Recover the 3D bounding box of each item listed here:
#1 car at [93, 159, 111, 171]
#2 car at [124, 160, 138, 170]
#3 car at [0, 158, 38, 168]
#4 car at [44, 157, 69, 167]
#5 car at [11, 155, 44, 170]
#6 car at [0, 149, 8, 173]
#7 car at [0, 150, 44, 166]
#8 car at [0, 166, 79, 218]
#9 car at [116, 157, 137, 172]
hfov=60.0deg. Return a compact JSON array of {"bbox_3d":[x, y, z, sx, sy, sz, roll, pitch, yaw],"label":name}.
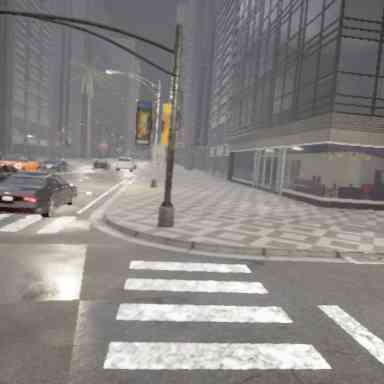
[{"bbox_3d":[-12.758,-3.909,47.332,1.882,1.535,5.008,4,5,-6],"label":"car"},{"bbox_3d":[-10.629,-4.740,57.952,1.882,1.535,5.008,4,5,-6],"label":"car"},{"bbox_3d":[-9.294,-0.668,15.772,1.837,1.490,4.892,4,6,-6],"label":"car"},{"bbox_3d":[-14.858,-3.035,36.428,2.128,1.511,4.902,4,5,-6],"label":"car"},{"bbox_3d":[-18.178,-3.294,36.951,1.812,1.442,4.674,4,5,-6],"label":"car"},{"bbox_3d":[-17.131,-2.562,26.677,2.150,2.045,5.566,4,5,-6],"label":"car"},{"bbox_3d":[-13.854,-2.166,26.436,2.097,1.767,4.553,4,5,-6],"label":"car"},{"bbox_3d":[-5.660,-0.022,12.225,2.033,1.411,5.357,4,5,-6],"label":"car"},{"bbox_3d":[-9.494,-3.938,47.461,2.150,2.045,5.566,4,5,-6],"label":"car"}]
